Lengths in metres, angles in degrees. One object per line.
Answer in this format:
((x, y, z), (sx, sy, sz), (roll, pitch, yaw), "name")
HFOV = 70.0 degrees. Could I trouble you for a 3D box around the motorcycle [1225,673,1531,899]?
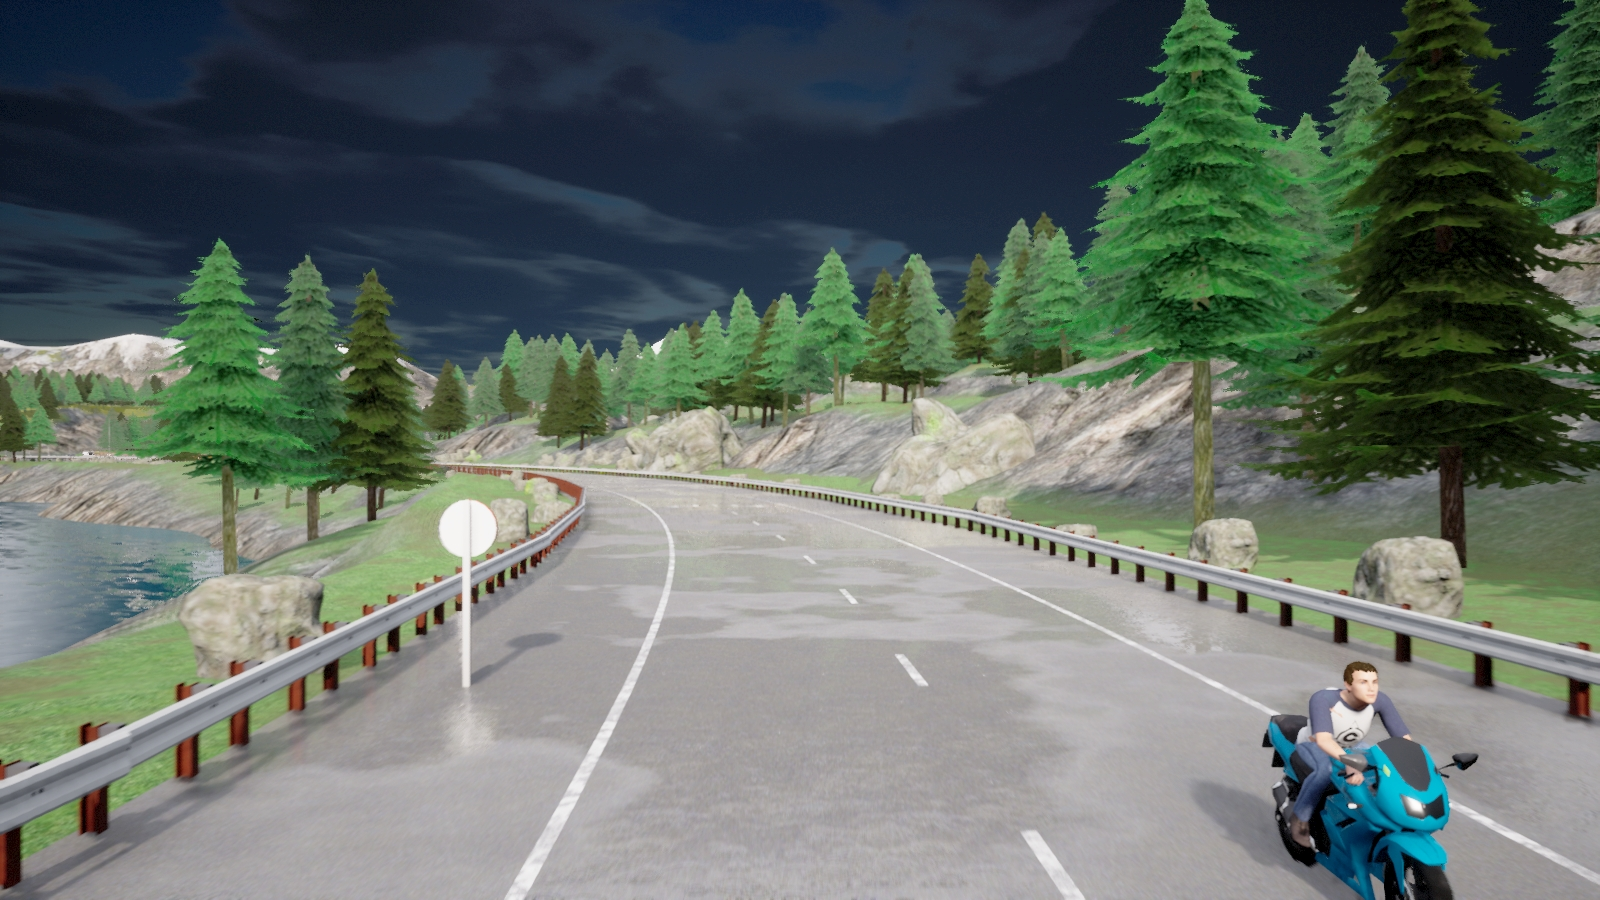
((3.405, 2.177, 6.998), (0.803, 1.217, 2.033), (0, 0, -2), "motorcycle")
